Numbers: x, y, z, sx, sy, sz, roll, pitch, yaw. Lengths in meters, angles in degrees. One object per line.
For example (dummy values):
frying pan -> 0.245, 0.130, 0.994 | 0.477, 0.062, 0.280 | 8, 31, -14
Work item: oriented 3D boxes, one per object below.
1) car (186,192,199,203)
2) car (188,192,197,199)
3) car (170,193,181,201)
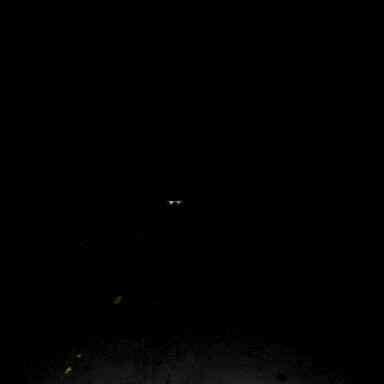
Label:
car -> 0.112, 0.913, 52.387 | 1.882, 1.535, 5.008 | 0, 1, 0
car -> 0.081, 0.718, 69.966 | 1.837, 1.490, 4.892 | 0, 1, 0
car -> -2.986, 0.944, 61.015 | 2.033, 1.411, 5.357 | 0, 1, 0
